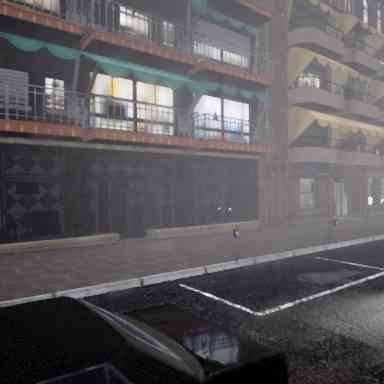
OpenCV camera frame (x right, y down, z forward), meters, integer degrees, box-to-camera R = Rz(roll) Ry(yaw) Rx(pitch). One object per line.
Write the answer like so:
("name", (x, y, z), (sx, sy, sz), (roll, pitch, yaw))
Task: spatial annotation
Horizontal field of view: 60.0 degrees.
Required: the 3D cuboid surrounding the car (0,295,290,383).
("car", (-1.514, 1.601, 2.153), (4.718, 1.301, 1.895), (0, 0, -39))
